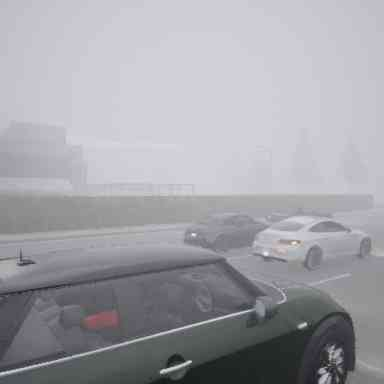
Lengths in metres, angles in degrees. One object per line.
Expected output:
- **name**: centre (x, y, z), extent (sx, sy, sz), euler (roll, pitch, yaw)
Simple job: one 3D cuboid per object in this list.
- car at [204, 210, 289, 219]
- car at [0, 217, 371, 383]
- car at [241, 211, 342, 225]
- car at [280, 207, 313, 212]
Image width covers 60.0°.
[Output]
- **car**: centre (1.684, 1.564, 13.539), extent (4.181, 1.385, 1.994), euler (0, 0, -35)
- **car**: centre (-0.252, 1.352, 3.566), extent (4.553, 1.767, 2.097), euler (0, 0, -35)
- **car**: centre (3.996, 1.526, 10.906), extent (4.674, 1.442, 1.812), euler (0, 0, -36)
- **car**: centre (7.048, 1.601, 21.658), extent (4.718, 1.301, 1.895), euler (0, 0, -35)
